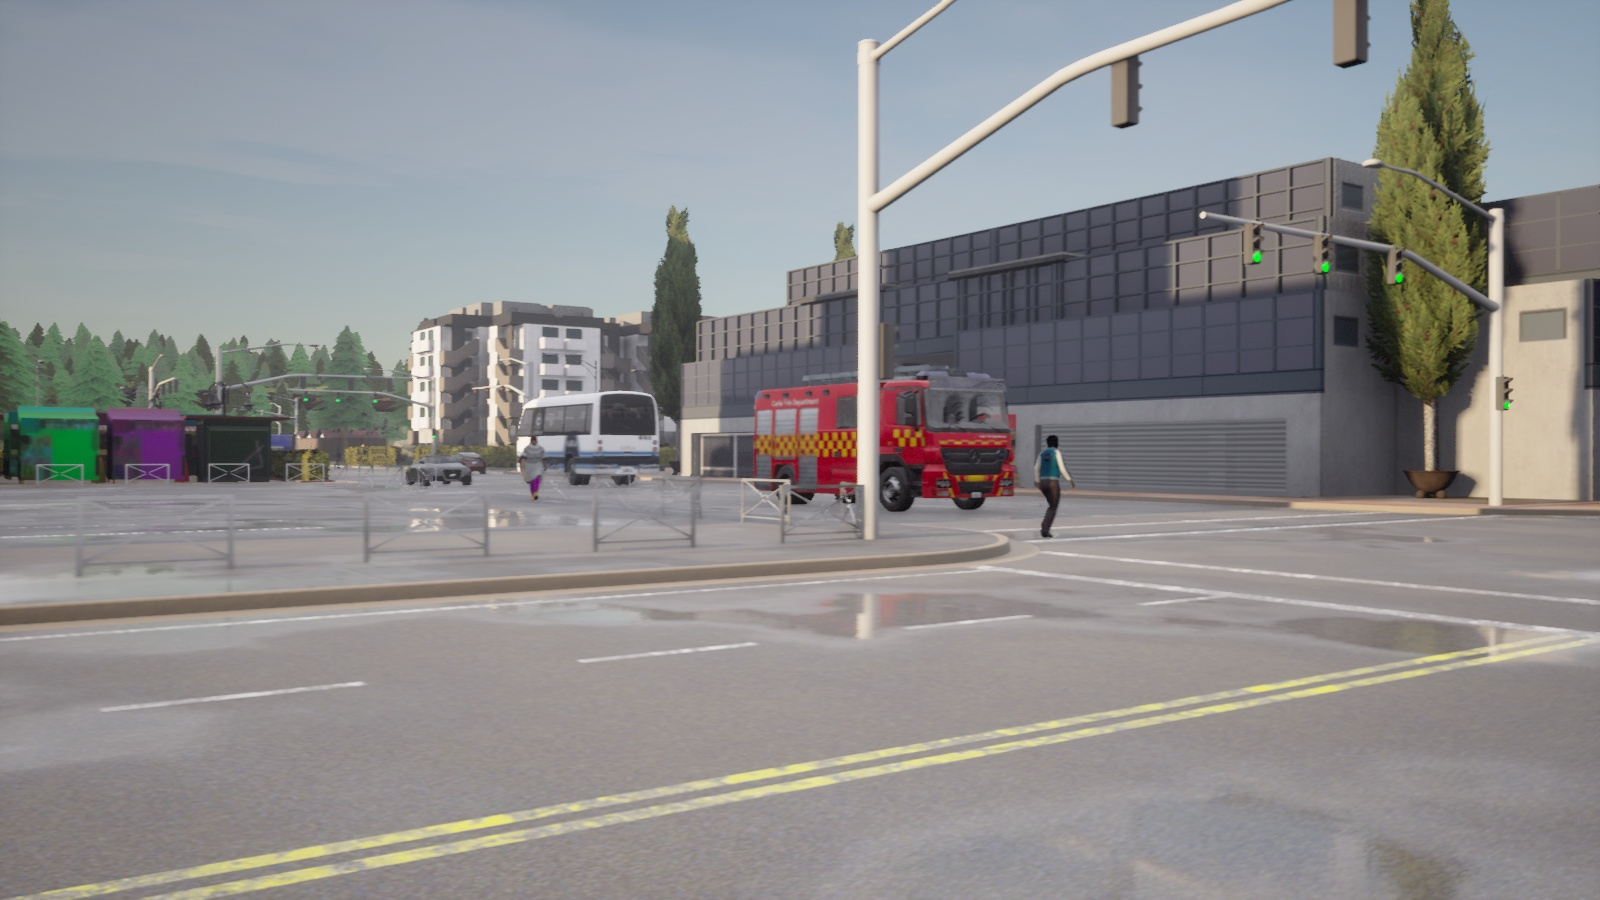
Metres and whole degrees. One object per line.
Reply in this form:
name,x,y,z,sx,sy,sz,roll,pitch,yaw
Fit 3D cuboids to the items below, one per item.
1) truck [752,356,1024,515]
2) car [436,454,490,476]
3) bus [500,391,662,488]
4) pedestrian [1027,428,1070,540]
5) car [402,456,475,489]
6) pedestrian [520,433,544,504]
truck,2.131,-0.340,34.465,2.891,3.827,8.468,0,0,-33
car,-23.063,1.004,85.783,2.163,1.488,4.792,0,0,-33
bus,-10.748,-0.460,60.542,3.944,4.253,10.273,0,0,-33
pedestrian,4.334,0.583,21.909,0.692,1.930,0.396,0,0,-41
car,-16.182,0.981,56.063,1.994,1.385,4.181,0,0,-33
pedestrian,-7.407,0.504,34.686,0.659,1.952,0.873,0,0,-13
